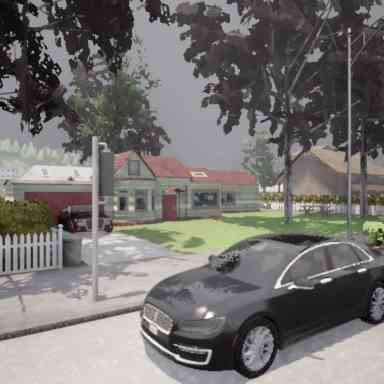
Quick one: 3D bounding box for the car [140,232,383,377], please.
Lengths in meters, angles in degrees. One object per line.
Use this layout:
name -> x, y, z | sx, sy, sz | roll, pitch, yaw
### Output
car -> 1.519, 1.505, 5.612 | 4.892, 1.490, 1.837 | 0, 0, -34

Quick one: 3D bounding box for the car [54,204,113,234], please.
car -> -5.461, 1.300, 16.571 | 1.994, 1.381, 4.181 | 0, 0, -34
